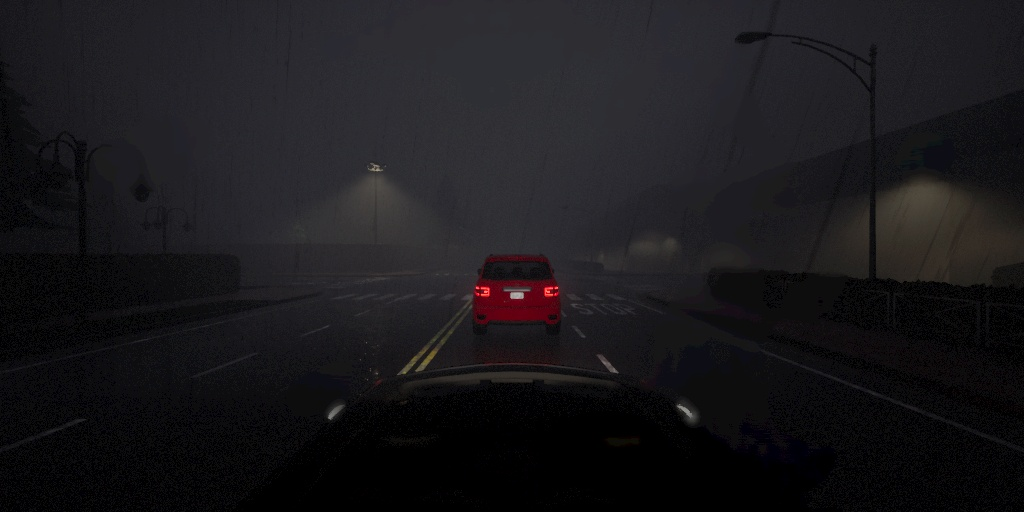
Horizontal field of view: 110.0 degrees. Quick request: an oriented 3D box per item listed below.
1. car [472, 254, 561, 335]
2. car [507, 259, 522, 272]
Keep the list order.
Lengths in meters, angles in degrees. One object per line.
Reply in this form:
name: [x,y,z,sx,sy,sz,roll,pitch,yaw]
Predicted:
car: [0.118,0.971,10.640,2.150,2.045,5.566,0,0,0]
car: [0.347,1.228,46.265,1.882,1.535,5.008,0,0,1]
